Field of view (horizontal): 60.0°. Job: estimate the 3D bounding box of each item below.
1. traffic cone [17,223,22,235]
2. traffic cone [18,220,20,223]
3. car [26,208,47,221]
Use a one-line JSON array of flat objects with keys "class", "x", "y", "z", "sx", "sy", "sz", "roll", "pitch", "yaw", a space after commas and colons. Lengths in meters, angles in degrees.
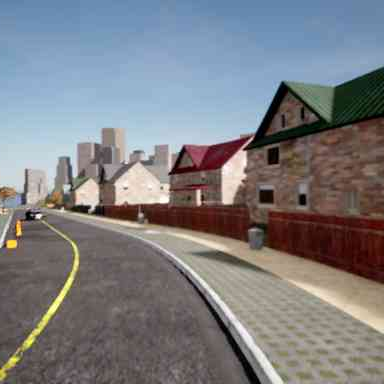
[{"class": "traffic cone", "x": -11.565, "y": 2.583, "z": 22.303, "sx": 0.340, "sy": 0.580, "sz": 0.340, "roll": 0, "pitch": -2, "yaw": -28}, {"class": "traffic cone", "x": -13.889, "y": 2.735, "z": 26.729, "sx": 0.340, "sy": 0.580, "sz": 0.340, "roll": 0, "pitch": -2, "yaw": -28}, {"class": "car", "x": -18.998, "y": 2.701, "z": 40.476, "sx": 2.128, "sy": 1.511, "sz": 4.902, "roll": 0, "pitch": -2, "yaw": -33}]
